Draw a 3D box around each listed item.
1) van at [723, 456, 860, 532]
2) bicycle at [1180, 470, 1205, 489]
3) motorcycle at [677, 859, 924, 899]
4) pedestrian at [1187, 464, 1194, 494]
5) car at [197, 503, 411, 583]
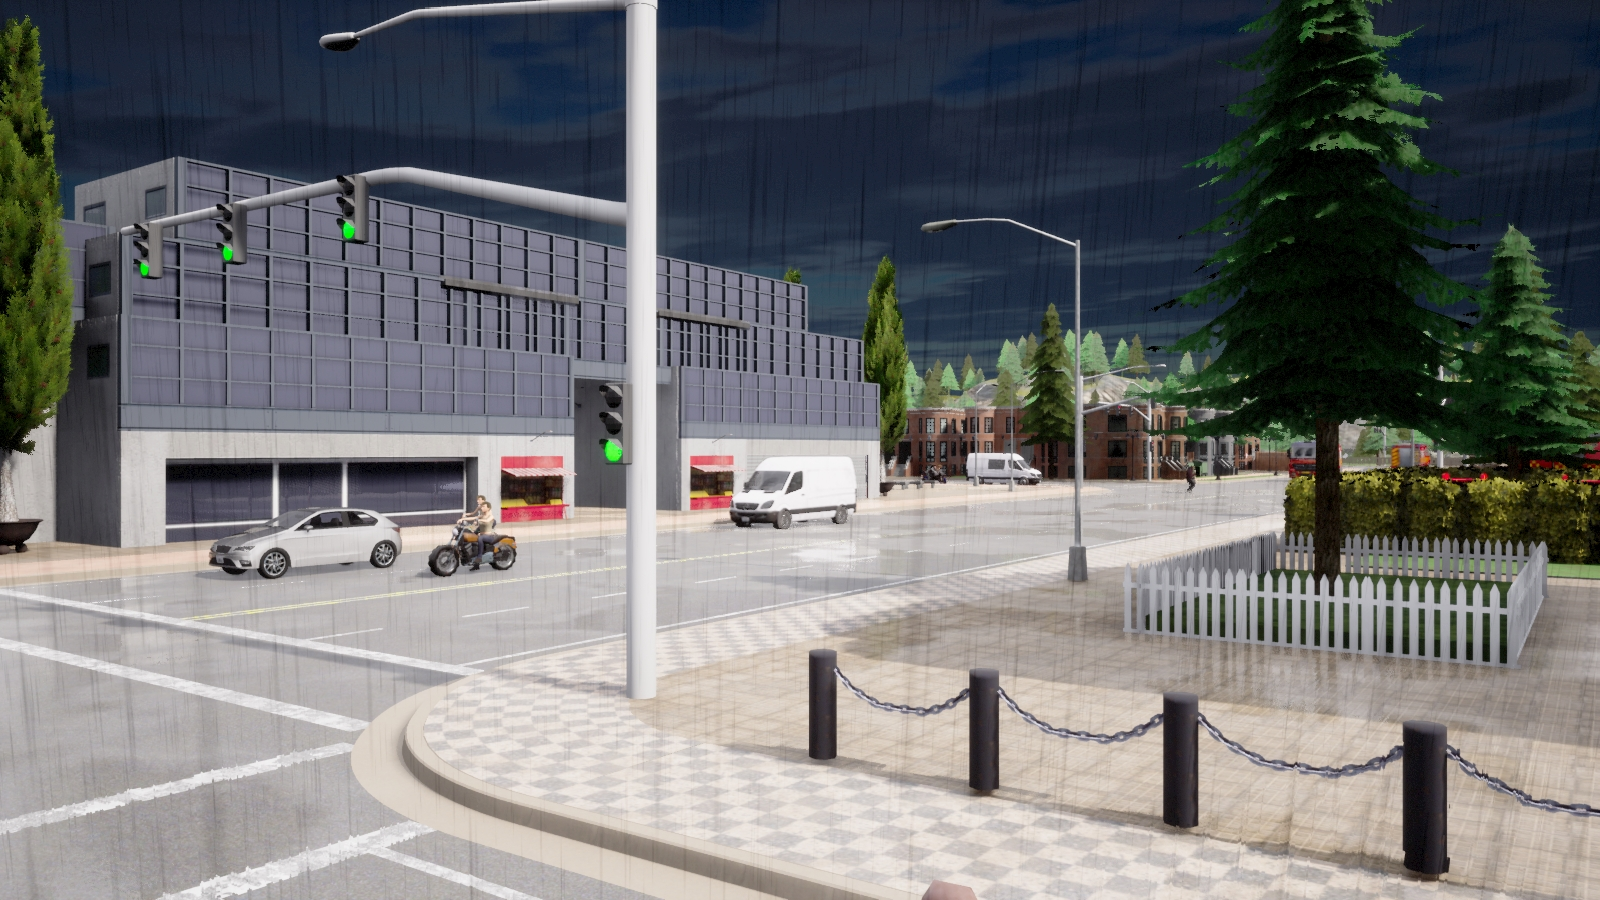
[{"bbox_3d":[-0.206,1.534,42.124,1.988,2.561,5.915,0,0,35],"label":"van"},{"bbox_3d":[28.798,2.158,83.810,0.859,1.276,1.487,-2,1,-28],"label":"bicycle"},{"bbox_3d":[0.509,2.205,3.428,2.209,1.251,0.867,0,0,35],"label":"motorcycle"},{"bbox_3d":[25.017,1.848,73.145,0.375,1.860,0.375,0,0,31],"label":"pedestrian"},{"bbox_3d":[-11.323,2.066,26.349,1.816,1.474,4.193,0,0,35],"label":"car"}]
